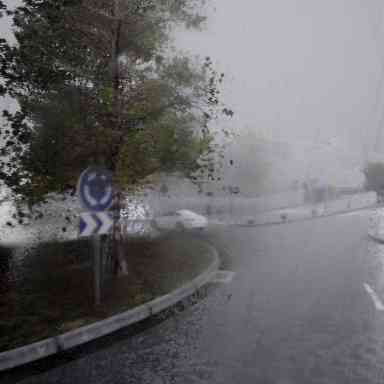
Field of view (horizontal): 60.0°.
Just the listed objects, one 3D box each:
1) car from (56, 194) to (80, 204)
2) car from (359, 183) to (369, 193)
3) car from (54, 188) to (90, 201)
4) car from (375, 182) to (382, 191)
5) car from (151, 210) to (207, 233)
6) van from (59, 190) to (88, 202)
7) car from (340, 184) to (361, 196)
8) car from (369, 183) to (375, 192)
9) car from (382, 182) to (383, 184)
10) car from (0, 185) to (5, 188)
[{"bbox_3d":[-19.766,1.047,55.314,5.008,1.535,2.097,-1,4,-41],"label":"car"},{"bbox_3d":[27.314,-0.308,57.441,4.892,1.521,2.231,-4,2,29],"label":"car"},{"bbox_3d":[-21.916,0.420,60.868,5.566,2.045,2.435,-1,4,-41],"label":"car"},{"bbox_3d":[31.712,-0.699,61.367,5.008,1.535,2.097,-3,2,28],"label":"car"},{"bbox_3d":[-0.935,1.914,22.449,1.812,1.442,4.674,1,-2,-41],"label":"car"},{"bbox_3d":[-20.739,0.632,58.176,4.442,1.987,1.878,-1,4,-41],"label":"van"},{"bbox_3d":[25.055,-0.079,55.530,4.792,1.488,2.163,-4,1,30],"label":"car"},{"bbox_3d":[29.522,-0.464,59.404,4.674,1.452,2.002,-3,1,29],"label":"car"},{"bbox_3d":[33.844,-1.014,63.377,4.553,1.767,2.185,-3,1,28],"label":"car"},{"bbox_3d":[-48.424,-1.037,79.741,4.892,1.521,2.231,-3,5,-42],"label":"car"}]
